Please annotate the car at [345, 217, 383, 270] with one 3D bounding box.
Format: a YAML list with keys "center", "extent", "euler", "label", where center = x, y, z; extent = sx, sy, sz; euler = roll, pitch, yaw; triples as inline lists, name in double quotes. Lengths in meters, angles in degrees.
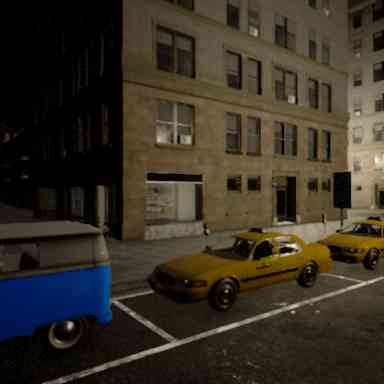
- center: [5.943, 1.527, 11.065]
  extent: [4.829, 1.417, 1.752]
  euler: [0, 0, -36]
  label: "car"

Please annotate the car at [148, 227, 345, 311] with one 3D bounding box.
- center: [1.343, 1.534, 7.751]
  extent: [4.829, 1.417, 1.752]
  euler: [0, 0, -36]
  label: "car"

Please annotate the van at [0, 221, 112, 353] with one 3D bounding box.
- center: [-3.120, 1.355, 4.537]
  extent: [3.998, 1.788, 1.690]
  euler: [0, 0, -36]
  label: "van"
